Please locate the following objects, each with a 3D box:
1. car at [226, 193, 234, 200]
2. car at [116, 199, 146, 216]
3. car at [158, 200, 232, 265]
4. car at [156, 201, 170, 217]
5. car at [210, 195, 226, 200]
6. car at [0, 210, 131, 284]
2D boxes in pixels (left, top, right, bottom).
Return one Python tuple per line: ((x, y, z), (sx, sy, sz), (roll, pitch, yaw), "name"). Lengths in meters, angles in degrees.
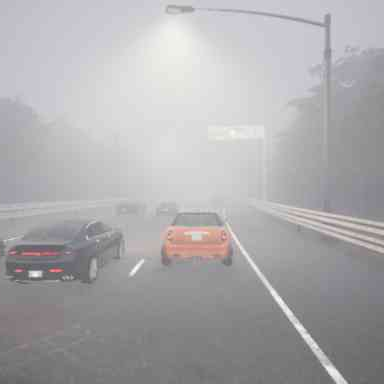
((9.303, 1.486, 87.372), (1.895, 1.301, 4.718), (0, 0, 12), "car")
((-5.677, 1.419, 31.309), (1.882, 1.535, 5.008), (0, 0, 5), "car")
((0.204, 1.342, 11.794), (2.097, 1.767, 4.553), (0, 0, 2), "car")
((-2.143, 1.529, 31.344), (1.994, 1.385, 4.181), (0, 0, 5), "car")
((4.514, 1.287, 60.230), (2.097, 1.767, 4.553), (0, 0, 8), "car")
((-3.278, 1.490, 9.529), (1.837, 1.490, 4.892), (0, 0, 1), "car")
